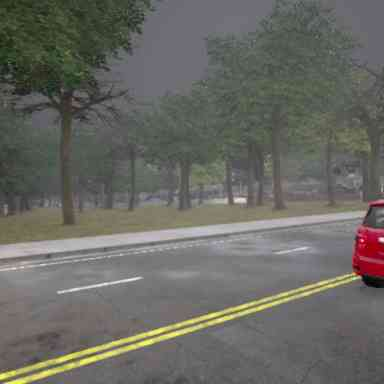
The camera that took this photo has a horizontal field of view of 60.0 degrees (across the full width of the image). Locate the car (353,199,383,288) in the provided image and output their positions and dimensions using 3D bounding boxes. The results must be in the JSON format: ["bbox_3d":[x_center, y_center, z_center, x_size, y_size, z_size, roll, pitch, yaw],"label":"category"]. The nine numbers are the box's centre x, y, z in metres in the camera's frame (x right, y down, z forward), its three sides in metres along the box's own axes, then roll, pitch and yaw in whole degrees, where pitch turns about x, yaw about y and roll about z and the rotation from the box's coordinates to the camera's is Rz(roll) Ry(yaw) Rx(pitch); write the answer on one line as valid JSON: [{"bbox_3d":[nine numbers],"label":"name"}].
[{"bbox_3d":[5.974,1.117,7.714,5.566,2.045,2.150,-1,1,-36],"label":"car"}]
